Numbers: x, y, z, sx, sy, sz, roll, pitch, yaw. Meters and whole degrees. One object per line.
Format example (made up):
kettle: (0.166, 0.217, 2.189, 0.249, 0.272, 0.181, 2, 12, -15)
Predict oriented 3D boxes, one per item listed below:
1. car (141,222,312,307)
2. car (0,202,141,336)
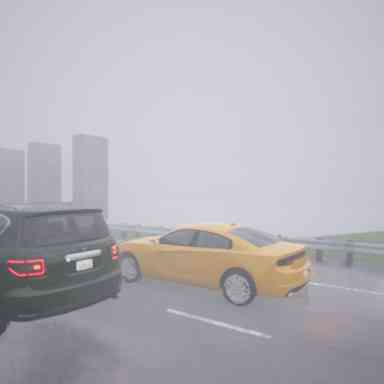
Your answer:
car: (0.261, 1.484, 8.107, 5.008, 1.535, 1.882, 0, 0, 35)
car: (-3.861, 1.231, 6.748, 5.566, 2.045, 2.150, 0, 0, 35)
